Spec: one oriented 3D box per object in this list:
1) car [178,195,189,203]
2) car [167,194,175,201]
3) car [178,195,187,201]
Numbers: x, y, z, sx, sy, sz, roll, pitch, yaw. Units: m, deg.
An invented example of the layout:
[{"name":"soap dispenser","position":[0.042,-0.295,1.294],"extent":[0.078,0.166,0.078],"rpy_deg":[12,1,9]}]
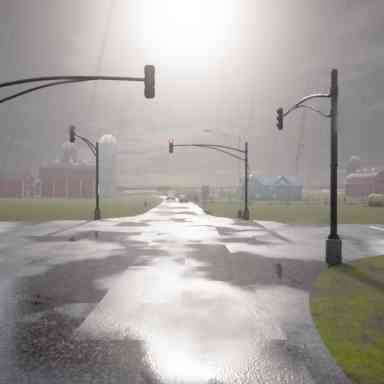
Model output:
[{"name":"car","position":[-1.721,1.624,69.967],"extent":[1.895,1.301,4.718],"rpy_deg":[0,0,-3]},{"name":"car","position":[-4.708,1.182,73.967],"extent":[1.812,1.442,4.674],"rpy_deg":[0,0,-3]},{"name":"car","position":[-2.332,1.464,79.951],"extent":[1.837,1.490,4.892],"rpy_deg":[0,0,-4]}]
